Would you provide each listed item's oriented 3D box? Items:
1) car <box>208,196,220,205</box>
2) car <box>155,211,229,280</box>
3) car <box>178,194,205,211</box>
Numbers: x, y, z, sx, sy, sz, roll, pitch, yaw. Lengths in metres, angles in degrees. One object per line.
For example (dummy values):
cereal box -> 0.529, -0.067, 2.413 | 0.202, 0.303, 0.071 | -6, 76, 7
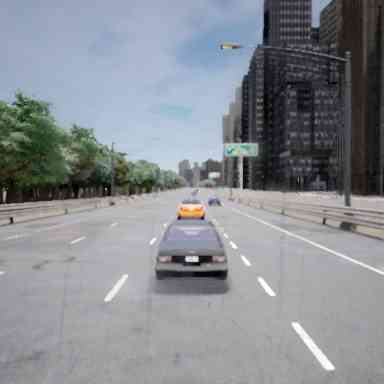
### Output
car -> 3.601, 1.380, 54.132 | 1.812, 1.442, 4.674 | 0, 0, 0
car -> -0.007, 1.531, 9.893 | 2.033, 1.411, 5.357 | 0, 0, 0
car -> -0.043, 1.300, 27.538 | 2.097, 1.767, 4.553 | 0, 0, 0
